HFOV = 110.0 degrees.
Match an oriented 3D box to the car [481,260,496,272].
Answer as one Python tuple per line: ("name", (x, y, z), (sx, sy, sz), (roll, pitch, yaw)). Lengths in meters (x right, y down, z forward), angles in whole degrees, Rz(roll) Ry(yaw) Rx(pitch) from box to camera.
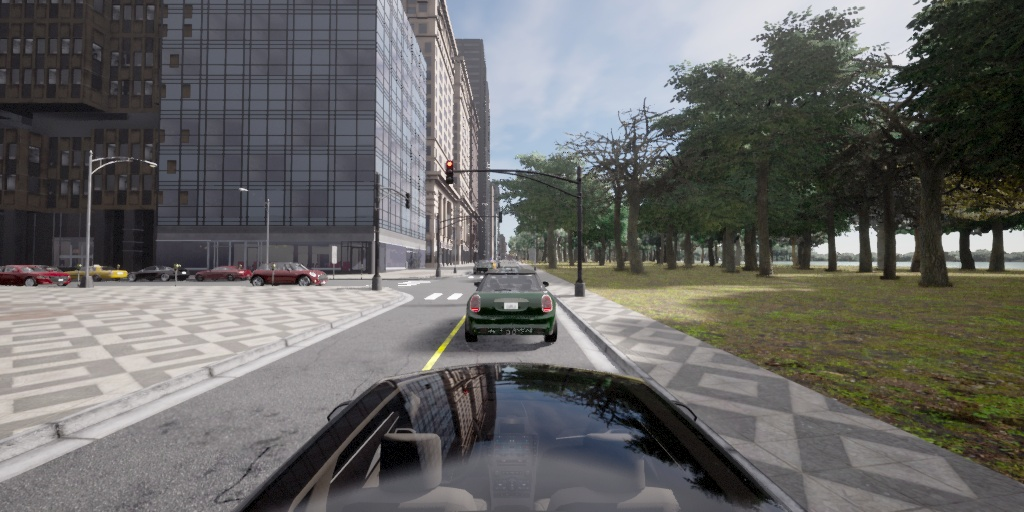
("car", (-3.247, 1.341, 50.222), (1.882, 1.535, 5.008), (0, 0, 0))

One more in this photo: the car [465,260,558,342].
("car", (-0.012, 1.108, 9.927), (2.097, 1.767, 4.553), (0, 0, 0))

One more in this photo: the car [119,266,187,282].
("car", (-30.069, 1.480, 30.577), (4.313, 1.339, 1.948), (0, 0, 0))

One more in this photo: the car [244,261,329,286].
("car", (-13.604, 1.120, 22.130), (4.097, 1.591, 1.967), (0, 0, -1))

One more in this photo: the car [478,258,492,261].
("car", (-3.228, 1.180, 41.200), (2.097, 1.767, 4.553), (0, 0, 0))

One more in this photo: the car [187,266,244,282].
("car", (-24.582, 1.493, 30.602), (4.207, 1.307, 1.802), (0, 0, 0))

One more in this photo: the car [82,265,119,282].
("car", (-35.726, 1.443, 30.551), (4.829, 1.417, 1.751), (0, 0, 0))

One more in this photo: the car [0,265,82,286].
("car", (-30.035, 1.235, 22.055), (4.507, 1.381, 1.888), (0, 0, 0))
